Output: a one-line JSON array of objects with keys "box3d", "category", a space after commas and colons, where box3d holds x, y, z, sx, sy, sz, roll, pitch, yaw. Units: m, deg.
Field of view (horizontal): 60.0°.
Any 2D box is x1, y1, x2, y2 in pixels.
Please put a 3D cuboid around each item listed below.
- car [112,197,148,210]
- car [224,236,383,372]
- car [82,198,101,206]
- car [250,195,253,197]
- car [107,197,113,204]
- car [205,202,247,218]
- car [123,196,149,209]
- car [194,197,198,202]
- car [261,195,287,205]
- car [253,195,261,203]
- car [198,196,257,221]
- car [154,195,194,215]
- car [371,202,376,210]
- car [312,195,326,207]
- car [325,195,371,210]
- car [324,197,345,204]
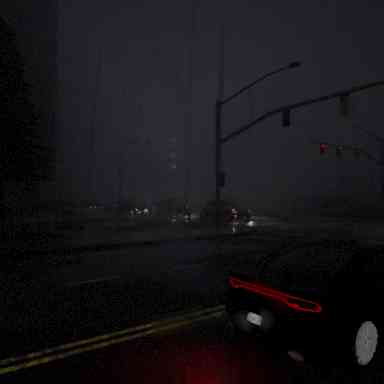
[{"box3d": [-8.325, 1.642, 44.234, 2.128, 1.511, 4.902, 1, 0, -36], "category": "car"}, {"box3d": [2.841, 1.522, 5.812, 5.008, 1.535, 1.882, 0, 0, -35], "category": "car"}, {"box3d": [-17.216, 1.751, 56.770, 1.895, 1.301, 4.718, 1, 0, -35], "category": "car"}, {"box3d": [11.613, 1.834, 78.423, 1.970, 1.475, 3.806, 1, 0, -35], "category": "car"}, {"box3d": [-15.401, 1.712, 66.442, 1.837, 1.490, 4.892, 1, 0, -35], "category": "car"}, {"box3d": [3.379, 1.742, 33.904, 1.994, 1.385, 4.181, 1, 0, -36], "category": "car"}, {"box3d": [-8.490, 1.529, 50.493, 2.097, 1.767, 4.553, 1, 0, -35], "category": "car"}, {"box3d": [-1.847, 1.656, 41.200, 1.882, 1.535, 5.008, 1, 0, -36], "category": "car"}, {"box3d": [15.670, 1.788, 62.774, 1.970, 1.475, 3.806, 1, 0, -35], "category": "car"}, {"box3d": [13.972, 1.825, 80.101, 1.784, 1.438, 3.905, 1, 0, -35], "category": "car"}, {"box3d": [2.912, 1.502, 28.553, 2.097, 1.767, 4.553, 1, 0, -36], "category": "car"}, {"box3d": [-2.222, 1.502, 35.714, 2.097, 1.767, 4.553, 1, 0, -36], "category": "car"}, {"box3d": [23.595, 1.527, 46.975, 1.905, 1.878, 3.866, 1, 0, -35], "category": "car"}, {"box3d": [29.386, 1.681, 72.645, 1.932, 1.855, 4.605, 1, 0, -35], "category": "car"}, {"box3d": [21.205, 1.501, 45.341, 1.932, 1.855, 4.605, 1, 0, -35], "category": "car"}, {"box3d": [31.781, 1.914, 74.272, 1.784, 1.438, 3.905, 1, 0, -35], "category": "car"}]
